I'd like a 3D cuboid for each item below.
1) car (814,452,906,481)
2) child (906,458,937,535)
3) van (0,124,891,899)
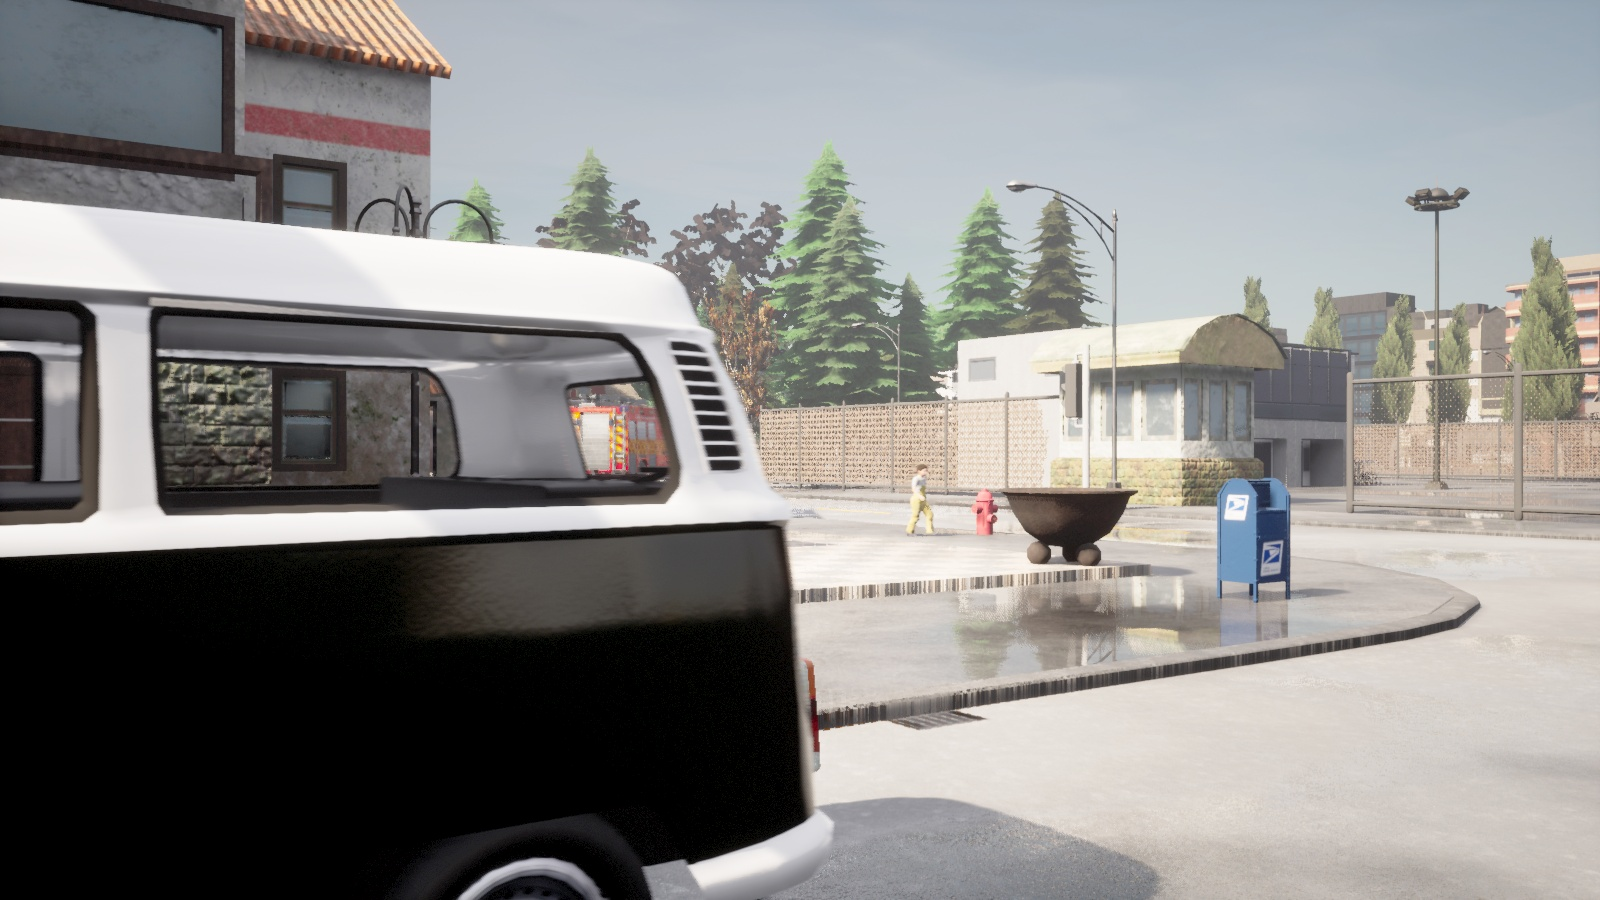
[{"bbox_3d":[3.182,0.847,66.232,4.514,1.525,2.007,0,0,-35],"label":"car"},{"bbox_3d":[2.017,0.771,20.895,0.437,1.263,0.270,0,0,42],"label":"child"},{"bbox_3d":[-2.206,0.480,2.742,4.480,2.038,2.069,0,0,-34],"label":"van"}]
